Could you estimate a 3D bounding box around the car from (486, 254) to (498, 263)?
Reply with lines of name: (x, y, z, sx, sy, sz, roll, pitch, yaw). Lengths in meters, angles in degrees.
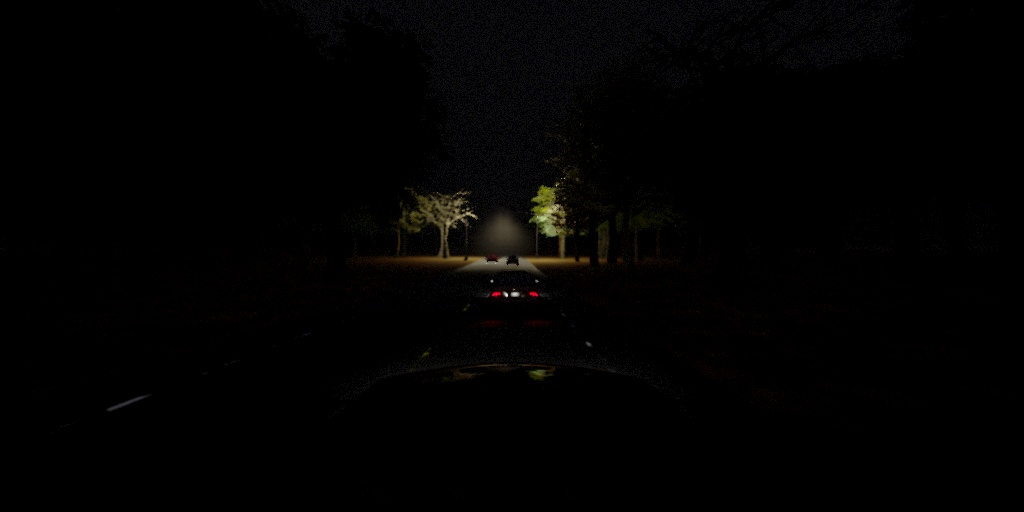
car: (-3.508, 0.416, 63.935, 1.882, 1.535, 5.008, 0, 1, 0)

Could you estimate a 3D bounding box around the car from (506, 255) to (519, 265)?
car: (0.093, 0.610, 57.882, 1.837, 1.490, 4.892, 0, 1, 0)

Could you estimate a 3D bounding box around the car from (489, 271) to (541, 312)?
car: (0.098, 1.291, 14.205, 2.033, 1.411, 5.357, 0, 0, 0)
